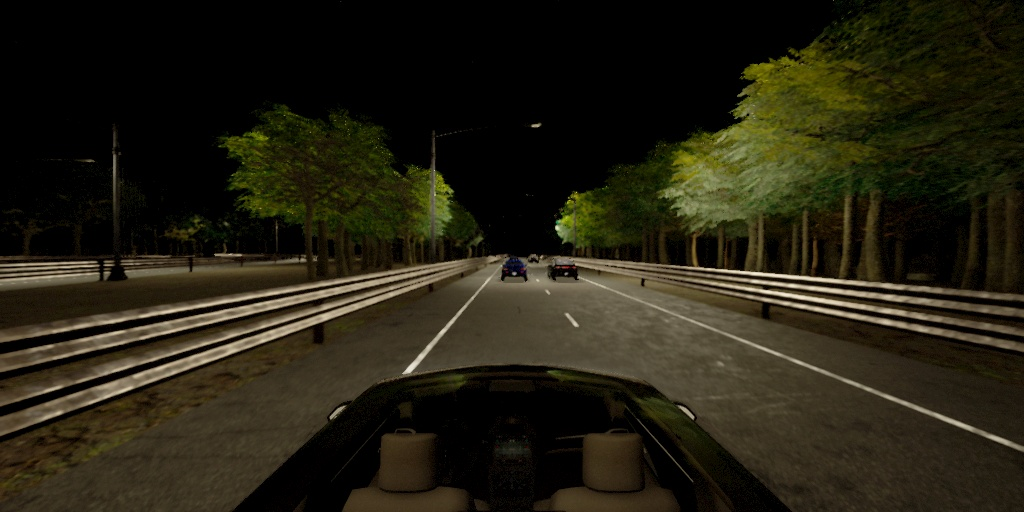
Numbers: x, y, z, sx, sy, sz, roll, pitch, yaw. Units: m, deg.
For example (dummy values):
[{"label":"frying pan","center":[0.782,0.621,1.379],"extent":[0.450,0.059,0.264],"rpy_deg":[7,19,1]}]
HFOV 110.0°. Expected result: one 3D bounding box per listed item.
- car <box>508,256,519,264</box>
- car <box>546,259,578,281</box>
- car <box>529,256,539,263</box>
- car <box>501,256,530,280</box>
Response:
[{"label":"car","center":[0.280,0.620,65.363],"extent":[1.994,1.385,4.181],"rpy_deg":[0,0,0]},{"label":"car","center":[3.667,0.964,26.512],"extent":[2.128,1.511,4.902],"rpy_deg":[0,1,0]},{"label":"car","center":[3.778,0.669,64.868],"extent":[1.895,1.301,4.718],"rpy_deg":[0,1,0]},{"label":"car","center":[0.169,0.988,26.682],"extent":[1.812,1.442,4.674],"rpy_deg":[0,1,0]}]
